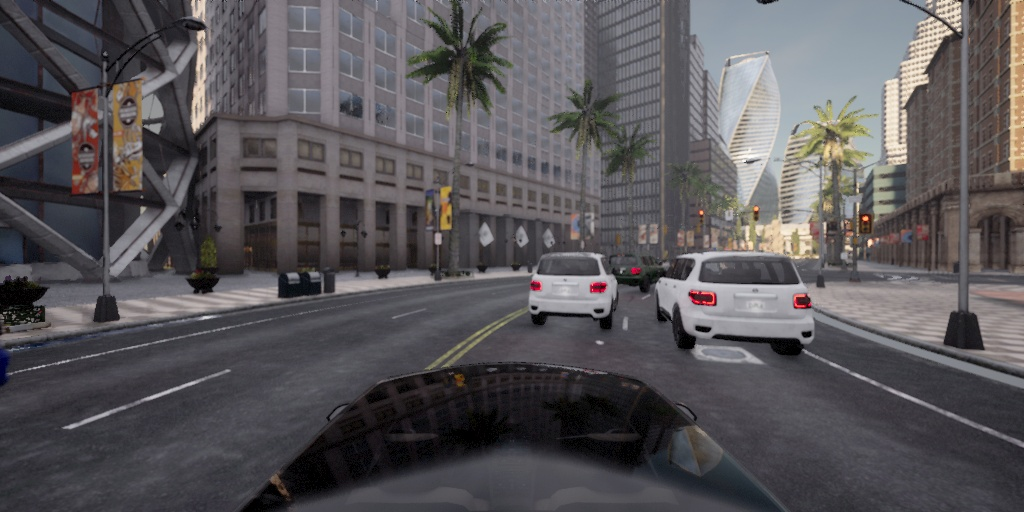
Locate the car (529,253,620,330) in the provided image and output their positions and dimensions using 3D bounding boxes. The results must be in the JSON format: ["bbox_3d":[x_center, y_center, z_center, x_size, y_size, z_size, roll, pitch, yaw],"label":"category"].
[{"bbox_3d":[2.133,0.930,11.344,2.150,2.045,5.566,0,0,18],"label":"car"}]

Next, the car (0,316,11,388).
[{"bbox_3d":[-6.865,0.968,1.677,2.150,2.045,5.566,0,0,2],"label":"car"}]

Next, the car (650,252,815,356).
[{"bbox_3d":[4.936,0.942,8.825,2.150,2.045,5.566,0,0,15],"label":"car"}]

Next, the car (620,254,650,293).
[{"bbox_3d":[7.197,0.896,20.639,2.150,2.045,5.566,0,0,38],"label":"car"}]
